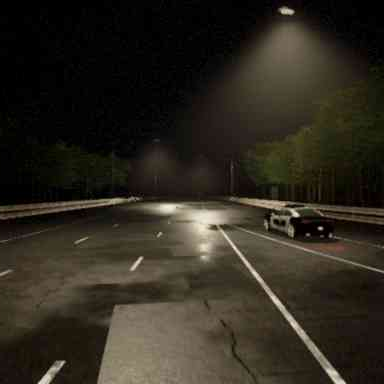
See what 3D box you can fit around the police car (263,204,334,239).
[{"bbox_3d":[5.473,1.493,17.953,1.930,1.638,5.238,0,0,-11],"label":"police car"}]
